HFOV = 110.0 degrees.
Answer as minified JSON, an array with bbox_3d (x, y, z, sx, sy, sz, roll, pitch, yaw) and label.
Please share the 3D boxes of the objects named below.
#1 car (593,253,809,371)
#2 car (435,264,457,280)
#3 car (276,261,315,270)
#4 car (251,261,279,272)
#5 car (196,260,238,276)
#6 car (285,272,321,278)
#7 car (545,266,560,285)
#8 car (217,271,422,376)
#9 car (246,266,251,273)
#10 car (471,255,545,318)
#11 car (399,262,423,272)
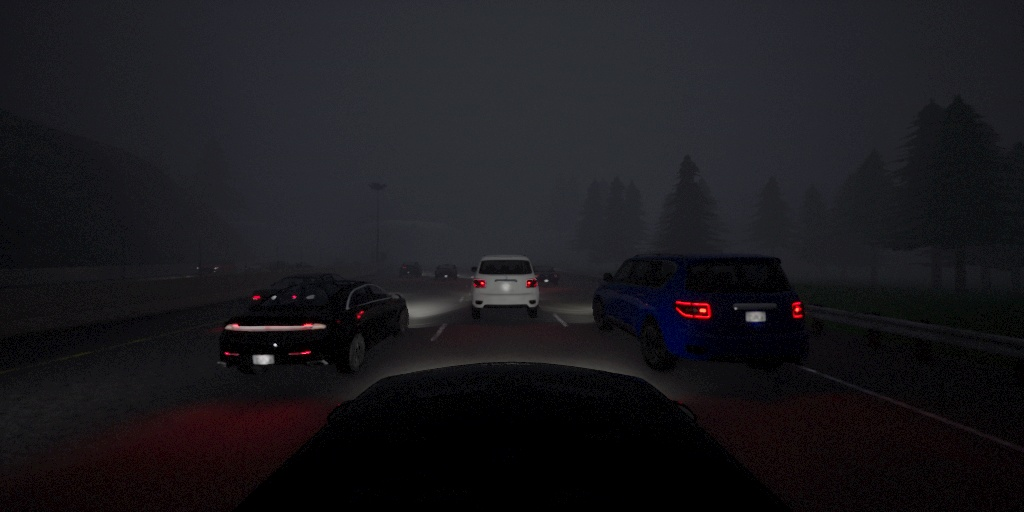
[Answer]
[{"bbox_3d":[3.426,0.970,7.840,2.150,2.045,5.566,0,0,-2],"label":"car"},{"bbox_3d":[-5.814,1.387,31.944,1.895,1.301,4.718,0,0,-9],"label":"car"},{"bbox_3d":[-20.721,1.381,35.043,1.994,1.385,4.181,0,0,-10],"label":"car"},{"bbox_3d":[-24.792,1.319,37.772,2.128,1.511,4.902,0,0,-11],"label":"car"},{"bbox_3d":[-32.253,1.195,39.318,2.097,1.767,4.553,0,0,-12],"label":"car"},{"bbox_3d":[-7.332,1.321,13.437,2.033,1.411,5.357,0,0,-4],"label":"car"},{"bbox_3d":[2.038,1.367,26.106,1.895,1.301,4.718,0,0,-7],"label":"car"},{"bbox_3d":[-3.584,1.253,7.502,2.128,1.511,4.902,0,0,-2],"label":"car"},{"bbox_3d":[-29.243,1.365,41.967,1.812,1.442,4.674,0,0,-12],"label":"car"},{"bbox_3d":[-0.329,0.981,13.269,2.150,2.045,5.566,0,0,-3],"label":"car"},{"bbox_3d":[-9.925,1.288,35.338,2.128,1.511,4.902,0,0,-10],"label":"car"}]
